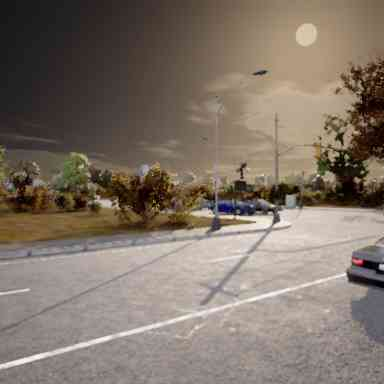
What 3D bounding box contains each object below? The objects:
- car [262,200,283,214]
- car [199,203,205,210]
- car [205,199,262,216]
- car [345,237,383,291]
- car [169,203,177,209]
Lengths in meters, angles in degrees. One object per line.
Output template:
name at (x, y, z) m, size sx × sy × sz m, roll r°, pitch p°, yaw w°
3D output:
car at (6.720, 1.464, 34.262) m, size 2.033 × 1.411 × 5.357 m, roll 0°, pitch 0°, yaw -39°
car at (0.713, 1.410, 41.747) m, size 2.128 × 1.511 × 4.902 m, roll 0°, pitch 0°, yaw -39°
car at (3.931, 1.407, 32.141) m, size 1.882 × 1.535 × 5.008 m, roll 0°, pitch 0°, yaw -40°
car at (5.847, 1.521, 7.927) m, size 5.357 × 1.411 × 2.033 m, roll 0°, pitch 0°, yaw -35°
car at (-1.946, 1.436, 39.469) m, size 1.837 × 1.490 × 4.892 m, roll 0°, pitch 0°, yaw -39°
